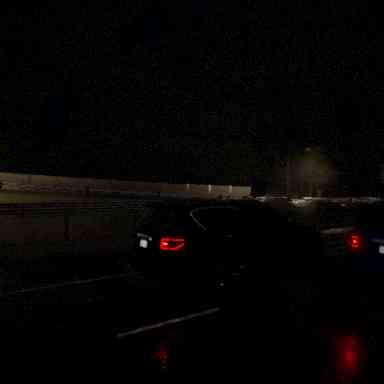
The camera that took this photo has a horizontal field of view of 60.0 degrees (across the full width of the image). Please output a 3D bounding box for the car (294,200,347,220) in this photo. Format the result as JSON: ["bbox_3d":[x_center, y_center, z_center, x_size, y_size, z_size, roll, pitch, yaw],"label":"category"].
[{"bbox_3d":[11.411,1.499,29.332,5.008,1.535,1.882,0,0,-35],"label":"car"}]

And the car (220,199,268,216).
[{"bbox_3d":[5.261,1.522,33.544,4.892,1.490,1.837,0,0,-35],"label":"car"}]

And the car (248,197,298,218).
[{"bbox_3d":[7.558,1.370,30.882,4.553,1.767,2.097,0,0,-35],"label":"car"}]

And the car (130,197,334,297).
[{"bbox_3d":[1.121,1.223,8.847,5.566,2.045,2.150,0,0,-36],"label":"car"}]

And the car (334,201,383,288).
[{"bbox_3d":[5.972,1.225,8.010,5.566,2.045,2.150,0,0,-35],"label":"car"}]
